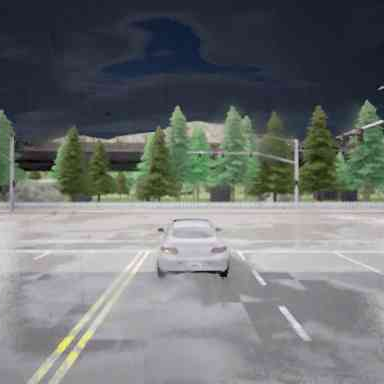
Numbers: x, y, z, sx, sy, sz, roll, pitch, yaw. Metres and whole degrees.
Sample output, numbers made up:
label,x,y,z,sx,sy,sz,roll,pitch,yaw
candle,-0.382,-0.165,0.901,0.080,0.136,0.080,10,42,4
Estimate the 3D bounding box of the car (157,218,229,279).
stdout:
label,x,y,z,sx,sy,sz,roll,pitch,yaw
car,-0.059,1.517,9.968,1.812,1.442,4.674,0,0,-3
